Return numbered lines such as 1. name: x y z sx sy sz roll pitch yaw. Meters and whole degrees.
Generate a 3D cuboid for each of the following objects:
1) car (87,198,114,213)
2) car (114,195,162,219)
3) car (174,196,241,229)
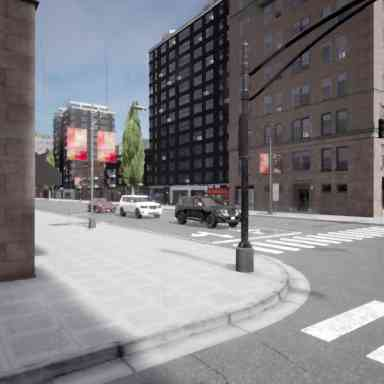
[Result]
1. car: -10.595 1.492 38.885 2.097 1.767 4.553 0 0 -36
2. car: -4.935 1.325 31.034 2.150 2.045 5.566 0 0 -36
3. car: 0.936 1.286 22.901 2.150 2.045 5.566 0 0 -36
